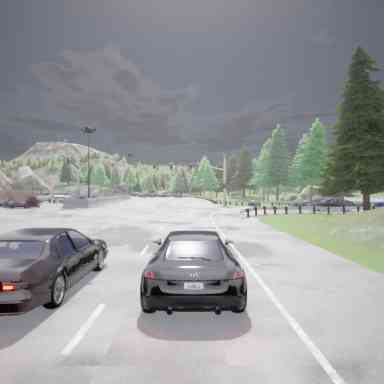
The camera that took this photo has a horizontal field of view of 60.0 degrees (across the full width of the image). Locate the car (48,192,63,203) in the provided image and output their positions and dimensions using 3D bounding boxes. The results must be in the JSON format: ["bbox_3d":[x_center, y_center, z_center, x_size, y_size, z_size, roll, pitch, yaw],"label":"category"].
[{"bbox_3d":[-25.123,1.010,64.247,2.150,2.045,5.566,0,0,0],"label":"car"}]

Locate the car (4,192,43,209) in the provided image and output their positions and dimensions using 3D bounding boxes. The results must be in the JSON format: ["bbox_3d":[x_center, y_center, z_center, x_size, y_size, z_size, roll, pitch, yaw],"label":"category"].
[{"bbox_3d":[-21.488,1.237,42.665,2.097,1.767,4.553,0,0,-1],"label":"car"}]

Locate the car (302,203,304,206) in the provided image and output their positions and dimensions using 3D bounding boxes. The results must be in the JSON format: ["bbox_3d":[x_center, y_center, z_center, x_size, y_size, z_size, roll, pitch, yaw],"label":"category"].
[{"bbox_3d":[15.730,1.454,41.052,4.181,1.385,1.994,0,0,7],"label":"car"}]

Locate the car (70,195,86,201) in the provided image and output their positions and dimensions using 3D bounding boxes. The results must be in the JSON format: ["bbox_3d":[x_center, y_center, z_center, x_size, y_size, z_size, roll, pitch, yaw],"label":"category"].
[{"bbox_3d":[-25.218,1.339,73.871,1.895,1.301,4.718,0,0,-1],"label":"car"}]

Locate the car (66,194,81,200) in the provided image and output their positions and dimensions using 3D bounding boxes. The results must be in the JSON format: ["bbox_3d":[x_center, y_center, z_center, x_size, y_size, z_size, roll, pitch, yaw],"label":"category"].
[{"bbox_3d":[-28.824,1.237,81.101,2.128,1.511,4.902,0,0,-1],"label":"car"}]

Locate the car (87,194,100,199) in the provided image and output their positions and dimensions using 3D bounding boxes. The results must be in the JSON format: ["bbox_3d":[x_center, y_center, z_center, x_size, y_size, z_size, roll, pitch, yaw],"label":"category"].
[{"bbox_3d":[-21.682,1.284,70.497,2.128,1.511,4.902,0,0,-1],"label":"car"}]

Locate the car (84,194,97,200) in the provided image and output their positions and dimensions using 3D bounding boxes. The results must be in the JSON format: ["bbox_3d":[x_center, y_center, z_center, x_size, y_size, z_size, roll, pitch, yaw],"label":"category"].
[{"bbox_3d":[-25.373,1.256,82.967,1.994,1.385,4.181,0,0,-1],"label":"car"}]

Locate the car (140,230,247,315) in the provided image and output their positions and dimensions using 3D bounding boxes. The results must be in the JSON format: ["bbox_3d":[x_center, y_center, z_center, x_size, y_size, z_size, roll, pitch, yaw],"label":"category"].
[{"bbox_3d":[0.030,1.563,7.649,1.994,1.385,4.181,0,0,0],"label":"car"}]

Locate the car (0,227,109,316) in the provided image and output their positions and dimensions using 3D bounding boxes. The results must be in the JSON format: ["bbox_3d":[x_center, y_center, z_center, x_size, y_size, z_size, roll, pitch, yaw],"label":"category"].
[{"bbox_3d":[-3.469,1.547,7.798,2.033,1.411,5.357,0,0,0],"label":"car"}]

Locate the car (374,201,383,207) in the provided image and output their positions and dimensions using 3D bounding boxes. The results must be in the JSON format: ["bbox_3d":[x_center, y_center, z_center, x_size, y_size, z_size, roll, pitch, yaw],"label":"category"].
[{"bbox_3d":[24.476,1.374,39.637,5.008,1.535,1.882,0,0,13],"label":"car"}]

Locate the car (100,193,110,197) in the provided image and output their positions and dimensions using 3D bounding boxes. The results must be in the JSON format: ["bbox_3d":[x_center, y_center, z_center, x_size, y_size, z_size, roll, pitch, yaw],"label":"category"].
[{"bbox_3d":[-21.792,1.241,79.887,1.812,1.442,4.674,0,0,-1],"label":"car"}]

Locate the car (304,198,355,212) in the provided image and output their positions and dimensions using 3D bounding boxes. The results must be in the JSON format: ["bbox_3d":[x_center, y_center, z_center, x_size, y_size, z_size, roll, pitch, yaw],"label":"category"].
[{"bbox_3d":[15.656,1.398,37.531,4.902,1.511,2.128,0,0,7],"label":"car"}]

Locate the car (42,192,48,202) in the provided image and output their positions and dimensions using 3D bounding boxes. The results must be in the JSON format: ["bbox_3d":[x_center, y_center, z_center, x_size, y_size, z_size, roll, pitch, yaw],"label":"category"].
[{"bbox_3d":[-28.606,1.014,63.123,2.150,2.045,5.566,0,0,-1],"label":"car"}]

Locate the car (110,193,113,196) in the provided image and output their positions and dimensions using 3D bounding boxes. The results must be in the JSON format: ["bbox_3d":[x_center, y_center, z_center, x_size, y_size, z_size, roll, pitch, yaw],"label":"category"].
[{"bbox_3d":[-22.559,1.211,90.160,2.033,1.411,5.357,0,0,-7],"label":"car"}]

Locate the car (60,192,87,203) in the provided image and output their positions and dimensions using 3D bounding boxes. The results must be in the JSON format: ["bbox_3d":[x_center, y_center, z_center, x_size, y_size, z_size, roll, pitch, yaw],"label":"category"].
[{"bbox_3d":[-21.631,1.294,60.922,2.128,1.511,4.902,0,0,0],"label":"car"}]

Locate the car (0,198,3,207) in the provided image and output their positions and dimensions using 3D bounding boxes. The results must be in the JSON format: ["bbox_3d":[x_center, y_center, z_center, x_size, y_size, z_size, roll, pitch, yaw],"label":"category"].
[{"bbox_3d":[-6.945,1.221,7.587,2.150,2.045,5.566,0,0,-2],"label":"car"}]
